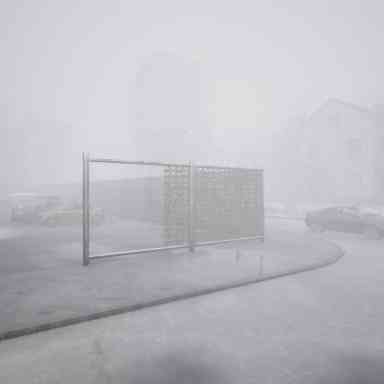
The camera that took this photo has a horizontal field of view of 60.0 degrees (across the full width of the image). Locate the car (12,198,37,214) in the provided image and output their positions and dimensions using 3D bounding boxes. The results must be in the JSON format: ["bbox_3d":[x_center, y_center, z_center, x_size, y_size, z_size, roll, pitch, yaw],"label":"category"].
[{"bbox_3d":[-17.854,1.403,35.329,1.789,1.547,3.705,0,0,-36],"label":"car"}]

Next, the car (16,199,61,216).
[{"bbox_3d":[-14.799,1.413,32.040,3.633,1.501,1.845,0,0,-36],"label":"car"}]

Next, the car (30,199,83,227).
[{"bbox_3d":[-7.845,1.416,21.548,4.193,1.474,1.816,0,0,-36],"label":"car"}]

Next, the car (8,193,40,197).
[{"bbox_3d":[-12.578,1.242,27.337,3.866,1.878,1.905,0,0,-36],"label":"car"}]

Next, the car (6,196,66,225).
[{"bbox_3d":[-10.289,1.348,23.699,4.611,1.667,2.242,0,0,-36],"label":"car"}]

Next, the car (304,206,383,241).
[{"bbox_3d":[8.151,1.492,16.994,2.128,1.511,4.902,0,0,-36],"label":"car"}]

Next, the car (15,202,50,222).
[{"bbox_3d":[-12.024,1.451,25.077,2.207,1.379,1.481,0,0,-36],"label":"car"}]

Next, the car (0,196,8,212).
[{"bbox_3d":[-17.855,1.474,35.607,5.357,1.415,2.033,0,0,-36],"label":"car"}]
